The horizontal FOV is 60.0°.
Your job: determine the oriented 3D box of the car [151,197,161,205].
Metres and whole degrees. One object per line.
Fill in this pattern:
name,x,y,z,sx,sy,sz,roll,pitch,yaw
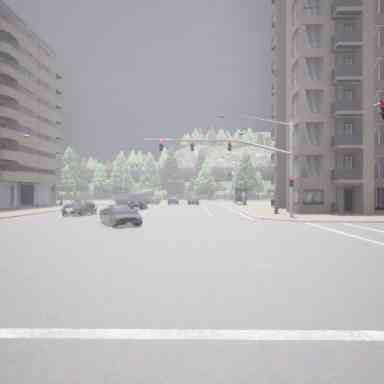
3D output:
car,-6.874,1.553,60.268,1.812,1.442,4.674,0,0,0

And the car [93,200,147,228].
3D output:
car,-5.010,1.547,22.633,2.033,1.411,5.357,0,0,-27

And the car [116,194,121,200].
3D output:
car,-10.460,1.222,52.424,2.150,2.045,5.566,0,0,0

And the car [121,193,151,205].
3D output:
car,-7.006,1.219,41.998,2.150,2.045,5.566,0,0,0

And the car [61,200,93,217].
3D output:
car,-10.662,1.492,31.669,2.128,1.511,4.902,0,0,4

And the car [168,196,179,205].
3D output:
car,-3.374,1.526,60.030,1.812,1.442,4.674,0,0,0

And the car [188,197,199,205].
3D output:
car,0.223,1.564,58.373,1.994,1.385,4.181,0,0,0
